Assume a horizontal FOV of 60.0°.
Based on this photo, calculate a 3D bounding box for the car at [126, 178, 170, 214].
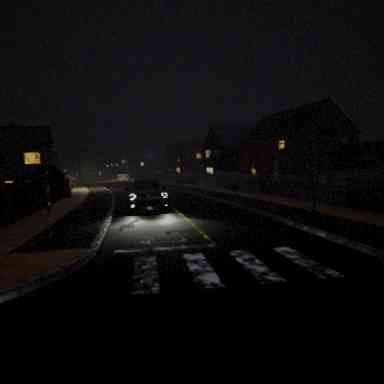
[{"bbox_3d":[-2.509,0.073,18.159,2.097,1.767,4.553,-3,4,-12],"label":"car"}]
